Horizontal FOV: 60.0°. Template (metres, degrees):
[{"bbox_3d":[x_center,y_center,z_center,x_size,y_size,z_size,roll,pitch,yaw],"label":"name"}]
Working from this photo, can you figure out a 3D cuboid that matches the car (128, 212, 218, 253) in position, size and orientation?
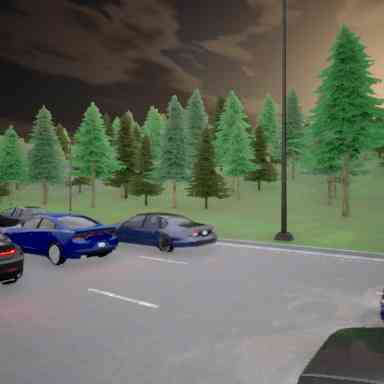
[{"bbox_3d":[-1.568,1.547,13.683,5.357,1.411,2.033,0,0,35],"label":"car"}]

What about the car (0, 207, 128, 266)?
[{"bbox_3d":[-4.797,1.478,11.685,5.008,1.535,1.882,0,0,35],"label":"car"}]

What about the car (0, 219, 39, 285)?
[{"bbox_3d":[-6.083,1.505,8.284,4.892,1.490,1.837,0,0,36],"label":"car"}]

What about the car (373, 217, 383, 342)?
[{"bbox_3d":[5.196,1.353,4.535,4.553,1.767,2.097,0,0,36],"label":"car"}]

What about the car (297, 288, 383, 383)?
[{"bbox_3d":[3.247,1.548,1.610,5.357,1.411,2.033,0,0,36],"label":"car"}]
